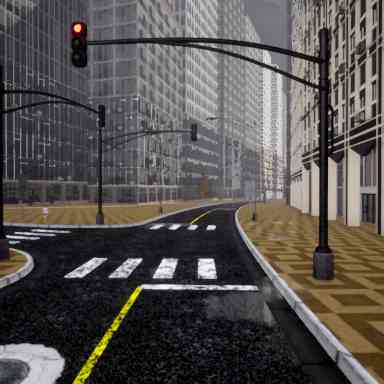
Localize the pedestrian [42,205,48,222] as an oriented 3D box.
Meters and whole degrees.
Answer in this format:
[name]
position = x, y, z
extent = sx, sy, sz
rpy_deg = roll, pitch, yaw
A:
[pedestrian]
position = -9.295, 1.344, 21.045
extent = 0.500, 1.100, 0.500
rpy_deg = 0, 0, 17
